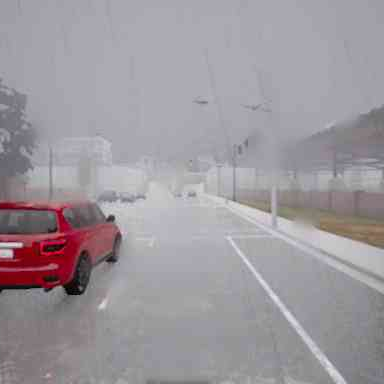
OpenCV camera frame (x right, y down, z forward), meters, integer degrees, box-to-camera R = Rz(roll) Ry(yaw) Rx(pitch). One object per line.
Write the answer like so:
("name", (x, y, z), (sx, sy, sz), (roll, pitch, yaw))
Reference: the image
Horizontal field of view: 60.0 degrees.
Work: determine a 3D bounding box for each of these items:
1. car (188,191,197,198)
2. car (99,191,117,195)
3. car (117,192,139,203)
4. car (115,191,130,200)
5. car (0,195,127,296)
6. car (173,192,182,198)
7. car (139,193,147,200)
("car", (0.022, 0.493, 80.569), (2.097, 1.767, 4.553), (0, 1, 0))
("car", (-14.007, 0.775, 55.415), (2.150, 2.045, 5.566), (0, 1, 0))
("car", (-10.517, 1.033, 55.197), (1.882, 1.535, 5.008), (0, 1, 1))
("car", (-13.982, 0.731, 67.590), (2.097, 1.767, 4.553), (0, 1, 0))
("car", (-3.420, 1.217, 8.775), (2.150, 2.045, 5.566), (0, 0, 0))
("car", (-3.478, 0.663, 80.602), (2.128, 1.511, 4.902), (0, 1, 0))
("car", (-10.481, 0.910, 68.081), (1.994, 1.385, 4.181), (0, 1, 0))
